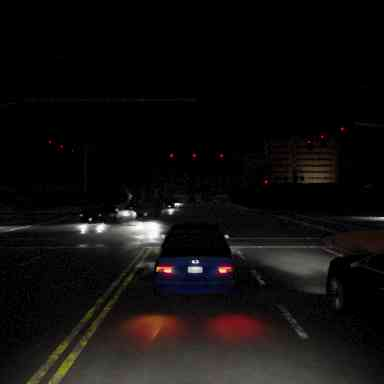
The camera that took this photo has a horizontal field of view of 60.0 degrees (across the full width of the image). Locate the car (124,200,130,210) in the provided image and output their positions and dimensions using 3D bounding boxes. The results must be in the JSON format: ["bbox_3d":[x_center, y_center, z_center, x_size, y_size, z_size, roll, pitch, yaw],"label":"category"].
[{"bbox_3d":[-7.200,1.601,41.934,1.895,1.301,4.718,0,0,2],"label":"car"}]

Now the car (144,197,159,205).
[{"bbox_3d":[-7.130,1.547,59.077,2.033,1.411,5.357,0,0,0],"label":"car"}]

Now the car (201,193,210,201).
[{"bbox_3d":[3.428,1.227,84.675,2.097,1.767,4.553,0,0,0],"label":"car"}]

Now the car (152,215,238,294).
[{"bbox_3d":[0.075,1.547,8.926,2.033,1.411,5.357,0,0,0],"label":"car"}]

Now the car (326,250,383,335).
[{"bbox_3d":[3.559,1.491,4.683,2.128,1.511,4.902,0,0,0],"label":"car"}]

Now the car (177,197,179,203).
[{"bbox_3d":[-3.579,1.601,66.918,1.895,1.301,4.718,0,0,0],"label":"car"}]

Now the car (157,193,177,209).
[{"bbox_3d":[-3.639,1.222,46.680,2.150,2.045,5.566,0,0,0],"label":"car"}]

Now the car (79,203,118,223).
[{"bbox_3d":[-7.122,1.547,25.966,2.033,1.411,5.357,0,0,0],"label":"car"}]

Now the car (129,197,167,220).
[{"bbox_3d":[-3.624,1.491,28.401,2.128,1.511,4.902,0,0,0],"label":"car"}]

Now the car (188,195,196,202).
[{"bbox_3d":[-0.063,1.531,74.426,2.033,1.411,5.357,0,0,0],"label":"car"}]

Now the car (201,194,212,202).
[{"bbox_3d":[3.437,1.344,74.719,2.097,1.767,4.553,0,0,0],"label":"car"}]

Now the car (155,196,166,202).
[{"bbox_3d":[-7.063,1.536,74.813,2.033,1.411,5.357,0,0,0],"label":"car"}]

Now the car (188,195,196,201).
[{"bbox_3d":[-0.072,1.425,84.700,1.994,1.385,4.181,0,0,0],"label":"car"}]
